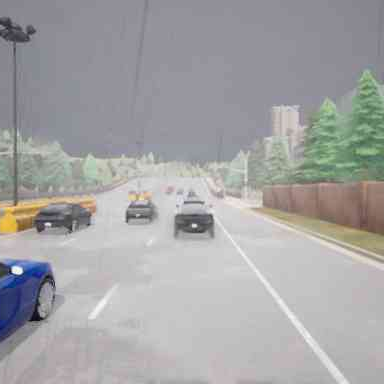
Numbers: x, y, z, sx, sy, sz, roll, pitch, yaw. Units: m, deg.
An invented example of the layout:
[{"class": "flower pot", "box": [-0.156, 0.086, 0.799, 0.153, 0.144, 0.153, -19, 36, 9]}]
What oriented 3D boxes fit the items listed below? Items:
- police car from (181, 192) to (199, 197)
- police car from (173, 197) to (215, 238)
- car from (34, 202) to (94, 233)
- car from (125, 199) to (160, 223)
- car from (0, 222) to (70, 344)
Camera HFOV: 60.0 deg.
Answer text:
[{"class": "police car", "box": [0.105, 1.111, 30.913, 1.930, 1.638, 5.238, 0, 1, 0]}, {"class": "police car", "box": [0.103, 1.255, 16.778, 1.930, 1.638, 5.238, 0, -1, 0]}, {"class": "car", "box": [-6.896, 1.316, 18.357, 1.837, 1.490, 4.892, 0, 0, 0]}, {"class": "car", "box": [-3.395, 1.255, 23.190, 2.128, 1.511, 4.902, 0, 0, 0]}, {"class": "car", "box": [-3.401, 1.435, 4.042, 1.882, 1.535, 5.008, 0, 1, 0]}]
